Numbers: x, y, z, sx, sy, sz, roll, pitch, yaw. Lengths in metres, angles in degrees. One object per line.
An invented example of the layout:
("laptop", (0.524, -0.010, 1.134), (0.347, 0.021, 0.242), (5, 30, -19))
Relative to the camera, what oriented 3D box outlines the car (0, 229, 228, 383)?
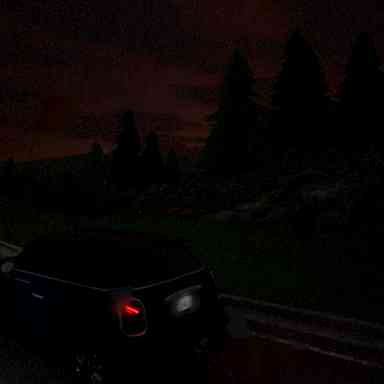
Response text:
("car", (-1.768, 1.385, 5.332), (4.553, 1.767, 2.097), (-1, 0, 38))
